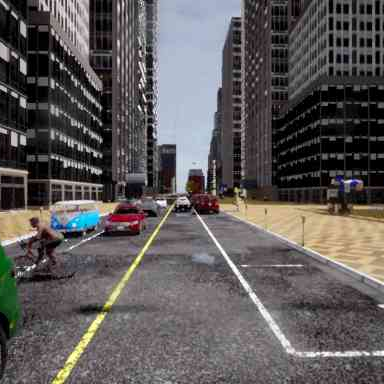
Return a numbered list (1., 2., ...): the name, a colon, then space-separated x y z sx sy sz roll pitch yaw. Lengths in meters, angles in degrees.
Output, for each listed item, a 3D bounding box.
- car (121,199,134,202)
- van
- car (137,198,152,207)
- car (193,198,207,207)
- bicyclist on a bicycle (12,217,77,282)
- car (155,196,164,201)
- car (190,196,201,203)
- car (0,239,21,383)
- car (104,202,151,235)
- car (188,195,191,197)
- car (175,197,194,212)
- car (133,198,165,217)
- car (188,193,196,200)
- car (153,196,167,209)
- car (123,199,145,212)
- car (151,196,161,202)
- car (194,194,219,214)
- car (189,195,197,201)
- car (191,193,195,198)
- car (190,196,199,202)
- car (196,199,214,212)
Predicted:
1. car: -6.699 1.567 34.517 1.947 1.339 4.313 0 0 -2
2. van: -6.193 1.342 17.907 1.690 1.788 3.998 0 0 -2
3. car: -7.203 1.582 51.127 1.802 1.307 4.206 0 0 -2
4. car: 1.173 1.566 51.383 1.947 1.339 4.313 0 0 -2
5. bicyclist on a bicycle: -3.794 1.447 8.440 1.656 1.620 0.582 -2 1 -17
6. car: -8.213 1.578 84.348 1.802 1.307 4.206 0 0 -2
7. car: 0.668 1.549 67.993 2.008 1.369 4.403 0 0 -2
8. car: -3.121 1.221 1.838 2.150 2.045 5.566 0 0 -2
9. car: -3.631 1.527 18.899 1.812 1.442 4.674 0 0 -2
10. car: -1.338 1.526 48.582 1.812 1.442 4.674 0 0 -2
11. car: -1.038 1.602 38.734 1.895 1.301 4.718 0 0 -2
12. car: -3.970 1.549 31.233 2.033 1.411 5.357 0 0 -1
13. car: -0.004 1.310 90.139 2.192 1.841 5.009 0 0 -2
14. car: -4.455 1.527 45.886 1.812 1.442 4.674 0 0 -2
15. car: -6.867 1.552 40.053 2.008 1.369 4.403 0 0 -2
16. car: -7.876 1.580 73.274 1.802 1.307 4.206 0 0 -2
17. car: 1.678 1.317 34.772 2.192 1.841 5.009 0 0 -2
18. car: 0.163 1.562 84.603 1.947 1.339 4.313 0 0 -2
19. car: 1.342 1.316 45.846 2.192 1.841 5.009 0 0 -2
20. car: 0.495 1.523 73.699 1.752 1.417 4.829 0 0 -2
21. car: 1.509 1.546 40.308 1.887 1.381 4.507 0 0 -2
